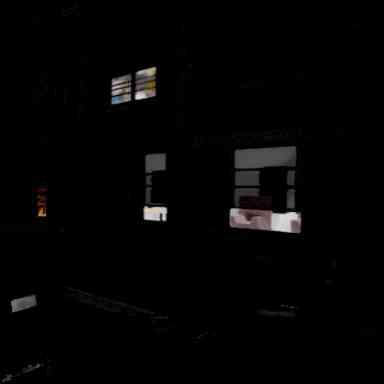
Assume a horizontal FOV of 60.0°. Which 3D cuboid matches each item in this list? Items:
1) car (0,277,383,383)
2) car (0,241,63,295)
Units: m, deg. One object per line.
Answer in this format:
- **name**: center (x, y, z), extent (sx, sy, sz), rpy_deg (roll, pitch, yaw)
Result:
- **car**: center (0.557, 1.575, 2.469), extent (4.206, 1.307, 1.802), rpy_deg (1, 1, 35)
- **car**: center (-3.940, 1.512, 5.675), extent (4.313, 1.339, 1.947), rpy_deg (1, 1, 35)
